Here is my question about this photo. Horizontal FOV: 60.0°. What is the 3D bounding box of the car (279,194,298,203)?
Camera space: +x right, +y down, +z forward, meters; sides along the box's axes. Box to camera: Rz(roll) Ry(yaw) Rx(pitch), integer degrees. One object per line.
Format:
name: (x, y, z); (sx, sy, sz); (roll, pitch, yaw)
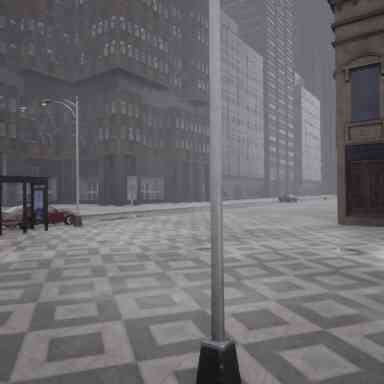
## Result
car: (16.445, 1.110, 56.507); (1.882, 1.535, 5.008); (-1, 0, 35)

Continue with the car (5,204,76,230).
car: (-9.330, 1.430, 20.314); (1.812, 1.442, 4.674); (-1, 0, 35)
